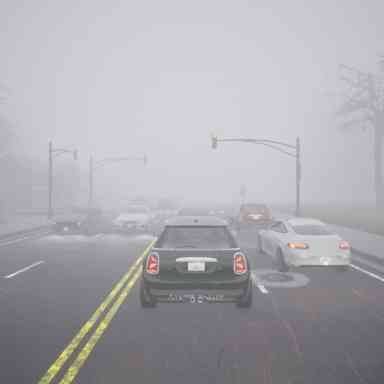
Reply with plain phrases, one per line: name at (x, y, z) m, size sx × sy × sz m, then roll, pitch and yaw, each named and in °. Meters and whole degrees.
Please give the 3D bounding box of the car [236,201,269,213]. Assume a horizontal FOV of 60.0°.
car at (3.341, 1.352, 19.410) m, size 2.097 × 1.767 × 4.553 m, roll 0°, pitch 0°, yaw 0°

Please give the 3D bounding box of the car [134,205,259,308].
car at (0.090, 1.352, 8.064) m, size 2.097 × 1.767 × 4.553 m, roll 0°, pitch 0°, yaw 0°

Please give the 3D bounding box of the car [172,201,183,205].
car at (0.070, 1.478, 17.329) m, size 1.882 × 1.535 × 5.008 m, roll 0°, pitch 0°, yaw 0°

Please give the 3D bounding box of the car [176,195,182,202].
car at (-3.222, 1.485, 59.614) m, size 1.837 × 1.490 × 4.892 m, roll 0°, pitch 0°, yaw 0°

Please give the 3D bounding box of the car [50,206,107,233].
car at (-6.568, 1.547, 19.984) m, size 2.033 × 1.411 × 5.357 m, roll 0°, pitch 0°, yaw 0°

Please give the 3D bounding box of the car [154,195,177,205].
car at (-3.283, 1.498, 42.133) m, size 1.837 × 1.490 × 4.892 m, roll 0°, pitch 0°, yaw 0°

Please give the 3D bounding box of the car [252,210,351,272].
car at (3.350, 1.526, 10.616) m, size 1.812 × 1.442 × 4.674 m, roll 0°, pitch 0°, yaw 0°

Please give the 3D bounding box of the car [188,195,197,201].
car at (0.143, 1.482, 85.668) m, size 2.128 × 1.511 × 4.902 m, roll 0°, pitch 0°, yaw 0°

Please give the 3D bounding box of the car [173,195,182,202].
car at (-3.125, 1.489, 74.628) m, size 1.812 × 1.442 × 4.674 m, roll 0°, pitch 0°, yaw 0°

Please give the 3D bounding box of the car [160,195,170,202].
car at (-6.369, 1.501, 78.498) m, size 1.994 × 1.385 × 4.181 m, roll 0°, pitch 0°, yaw 0°

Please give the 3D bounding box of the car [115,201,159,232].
car at (-3.318, 1.525, 20.018) m, size 1.812 × 1.442 × 4.674 m, roll 0°, pitch 0°, yaw 0°

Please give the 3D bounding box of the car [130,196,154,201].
car at (-6.679, 1.345, 42.309) m, size 2.097 × 1.767 × 4.553 m, roll 0°, pitch 0°, yaw 4°
